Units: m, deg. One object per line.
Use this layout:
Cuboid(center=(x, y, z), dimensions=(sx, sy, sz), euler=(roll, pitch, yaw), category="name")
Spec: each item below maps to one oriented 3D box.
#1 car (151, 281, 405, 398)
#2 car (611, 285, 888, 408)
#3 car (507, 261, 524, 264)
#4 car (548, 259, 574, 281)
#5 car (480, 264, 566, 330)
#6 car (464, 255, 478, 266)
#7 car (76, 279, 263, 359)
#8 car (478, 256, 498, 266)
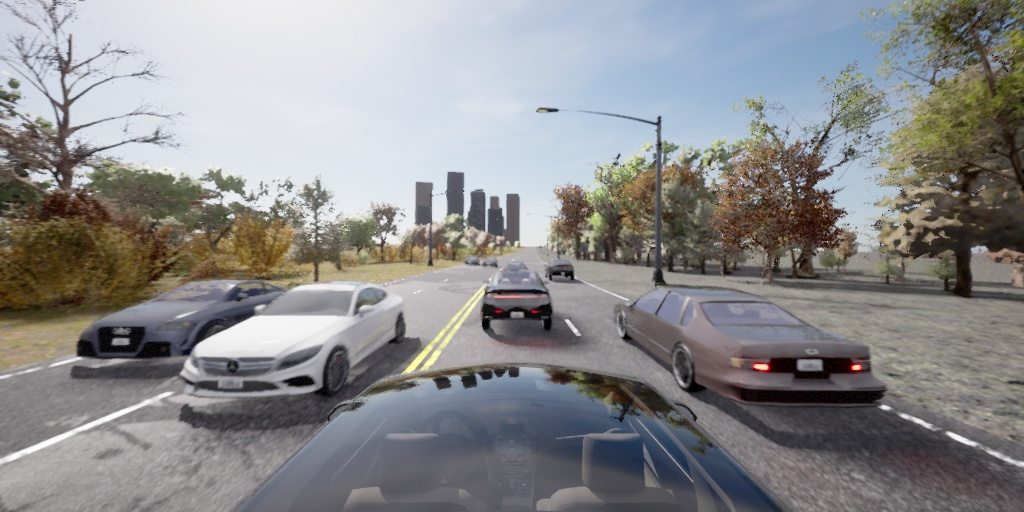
Cuboid(center=(-3.338, 1.221, 6.583), dimensions=(1.812, 1.442, 4.674), euler=(0, 1, 0), category="car")
Cuboid(center=(3.373, 1.244, 6.558), dimensions=(2.033, 1.411, 5.357), euler=(0, 1, 0), category="car")
Cuboid(center=(0.267, 1.059, 27.515), dimensions=(1.994, 1.385, 4.181), euler=(0, 0, 0), category="car")
Cuboid(center=(3.513, 1.003, 27.182), dimensions=(1.837, 1.490, 4.892), euler=(0, -1, 0), category="car")
Cuboid(center=(0.124, 1.155, 10.767), dimensions=(2.128, 1.511, 4.902), euler=(0, 0, 0), category="car")
Cuboid(center=(-5.868, 0.676, 53.272), dimensions=(2.128, 1.511, 4.902), euler=(0, 1, 2), category="car")
Cuboid(center=(-6.585, 1.237, 8.028), dimensions=(1.994, 1.385, 4.181), euler=(0, 1, 0), category="car")
Cuboid(center=(-2.807, 0.759, 46.936), dimensions=(2.128, 1.511, 4.902), euler=(0, 1, 2), category="car")
